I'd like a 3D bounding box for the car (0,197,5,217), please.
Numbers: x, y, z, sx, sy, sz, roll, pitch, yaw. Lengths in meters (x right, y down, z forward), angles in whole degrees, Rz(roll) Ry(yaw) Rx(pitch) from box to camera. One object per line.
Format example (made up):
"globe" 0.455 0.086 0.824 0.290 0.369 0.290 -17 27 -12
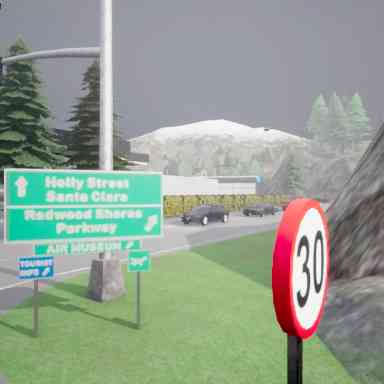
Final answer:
"car" -12.314 1.504 26.023 1.905 1.878 3.866 0 0 35

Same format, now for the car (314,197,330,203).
"car" 28.344 1.787 74.860 1.895 1.301 4.718 0 0 -42

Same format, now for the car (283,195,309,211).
"car" 13.466 1.413 42.792 2.150 2.045 5.566 0 0 36

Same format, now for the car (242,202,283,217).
"car" 7.169 1.739 34.222 2.033 1.411 5.357 0 0 36

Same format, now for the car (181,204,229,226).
"car" 1.112 1.696 25.903 1.837 1.490 4.892 0 0 36

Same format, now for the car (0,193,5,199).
"car" -38.508 1.489 69.971 4.514 1.523 2.007 0 0 35
